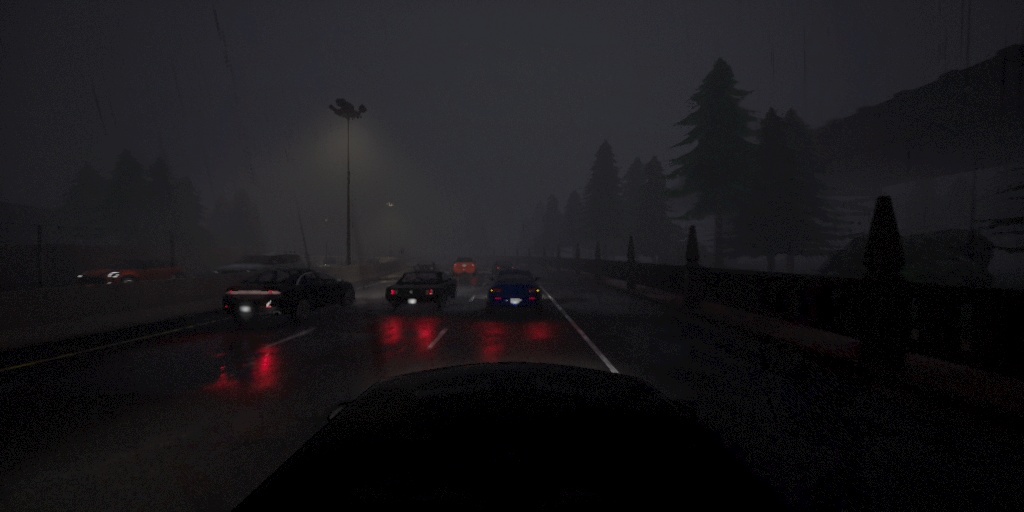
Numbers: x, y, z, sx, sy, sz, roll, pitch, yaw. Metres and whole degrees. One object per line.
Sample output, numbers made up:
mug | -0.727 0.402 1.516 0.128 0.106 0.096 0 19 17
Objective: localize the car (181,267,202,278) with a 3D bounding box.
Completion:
car | -17.737 1.101 22.629 1.812 1.442 4.674 0 1 -2

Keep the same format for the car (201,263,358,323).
car | -6.901 1.158 11.717 2.128 1.511 4.902 0 0 0

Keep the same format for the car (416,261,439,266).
car | -7.894 1.087 33.455 1.895 1.301 4.718 0 0 -7

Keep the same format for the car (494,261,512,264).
car | -0.873 1.086 33.569 1.895 1.301 4.718 0 0 -7

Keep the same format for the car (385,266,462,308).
car | -3.401 1.245 14.462 1.895 1.301 4.718 0 0 0

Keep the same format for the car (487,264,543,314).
car | 0.086 1.180 13.230 1.812 1.442 4.674 0 0 0

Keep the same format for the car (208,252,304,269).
car | -14.112 0.814 20.494 2.150 2.045 5.566 0 1 -1

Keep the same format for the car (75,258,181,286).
car | -21.193 0.948 20.187 2.097 1.767 4.553 0 0 -1

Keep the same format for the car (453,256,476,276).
car | -4.398 0.840 33.285 2.097 1.767 4.553 0 0 -7
